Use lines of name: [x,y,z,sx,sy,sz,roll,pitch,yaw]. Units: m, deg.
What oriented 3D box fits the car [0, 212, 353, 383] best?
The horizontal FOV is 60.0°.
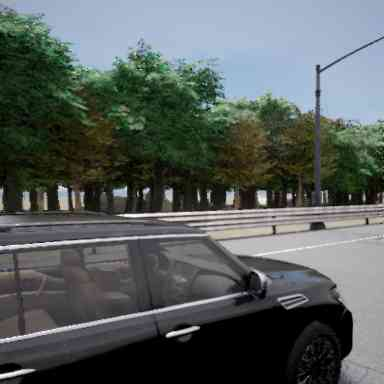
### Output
car: [-0.759,1.226,3.207,5.566,2.045,2.150,0,0,-36]
